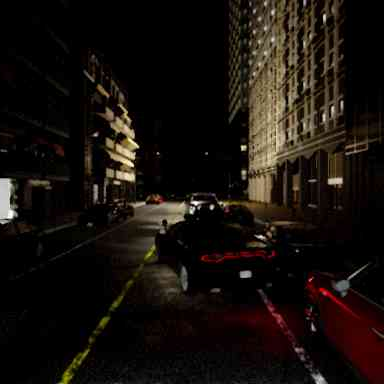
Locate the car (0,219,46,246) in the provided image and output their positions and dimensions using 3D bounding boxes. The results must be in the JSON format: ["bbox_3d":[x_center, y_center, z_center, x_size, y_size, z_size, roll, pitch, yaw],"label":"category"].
[{"bbox_3d":[-5.680,1.483,9.366,2.008,1.369,4.403,0,0,0],"label":"car"}]

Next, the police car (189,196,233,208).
[{"bbox_3d":[0.924,1.290,18.978,1.930,1.638,5.238,0,0,0],"label":"police car"}]

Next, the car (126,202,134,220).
[{"bbox_3d":[-5.659,1.341,26.142,1.752,1.417,4.829,0,0,0],"label":"car"}]

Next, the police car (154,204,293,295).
[{"bbox_3d":[0.258,1.360,8.856,1.930,1.638,5.238,0,0,-17],"label":"police car"}]

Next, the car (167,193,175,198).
[{"bbox_3d":[-5.582,0.967,88.444,2.008,1.369,4.403,0,0,0],"label":"car"}]

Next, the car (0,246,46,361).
[{"bbox_3d":[-3.097,1.532,2.062,2.033,1.411,5.357,0,0,0],"label":"car"}]

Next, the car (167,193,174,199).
[{"bbox_3d":[-5.590,1.001,82.796,2.008,1.369,4.403,0,0,0],"label":"car"}]

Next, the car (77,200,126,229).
[{"bbox_3d":[-5.666,1.419,20.663,1.947,1.339,4.313,0,0,0],"label":"car"}]

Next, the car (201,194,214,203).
[{"bbox_3d":[2.763,1.141,60.192,2.008,1.369,4.403,0,0,0],"label":"car"}]

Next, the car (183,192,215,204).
[{"bbox_3d":[0.701,1.047,24.892,2.150,2.045,5.566,0,0,-4],"label":"car"}]

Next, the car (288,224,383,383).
[{"bbox_3d":[2.694,1.412,3.706,1.967,1.590,4.097,0,0,0],"label":"car"}]

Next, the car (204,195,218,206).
[{"bbox_3d":[2.750,1.208,48.894,1.887,1.381,4.507,0,0,0],"label":"car"}]

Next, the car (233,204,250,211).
[{"bbox_3d":[2.715,1.418,20.653,1.947,1.339,4.313,0,0,0],"label":"car"}]

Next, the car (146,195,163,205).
[{"bbox_3d":[-5.631,1.104,48.904,1.967,1.590,4.097,0,0,0],"label":"car"}]

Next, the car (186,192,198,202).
[{"bbox_3d":[0.074,0.940,60.599,2.097,1.767,4.553,0,0,0],"label":"car"}]

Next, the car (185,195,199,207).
[{"bbox_3d":[0.083,1.188,45.966,1.837,1.490,4.892,0,0,1],"label":"car"}]

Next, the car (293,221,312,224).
[{"bbox_3d":[2.700,1.482,9.356,2.008,1.369,4.403,0,0,0],"label":"car"}]
